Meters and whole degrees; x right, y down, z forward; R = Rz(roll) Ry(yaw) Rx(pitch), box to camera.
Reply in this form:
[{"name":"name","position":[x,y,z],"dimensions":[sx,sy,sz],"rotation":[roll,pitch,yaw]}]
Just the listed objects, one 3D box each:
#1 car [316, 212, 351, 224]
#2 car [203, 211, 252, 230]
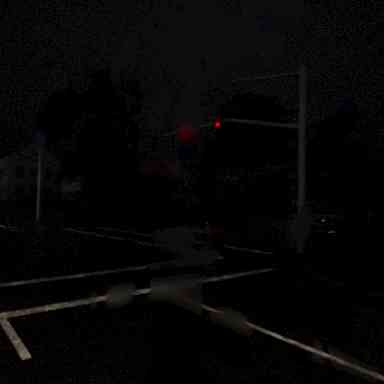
[{"name":"car","position":[16.155,2.901,38.011],"dimensions":[4.718,1.301,1.895],"rotation":[2,-2,-39]},{"name":"car","position":[2.990,2.289,27.237],"dimensions":[4.674,1.442,1.812],"rotation":[2,-2,-39]}]
